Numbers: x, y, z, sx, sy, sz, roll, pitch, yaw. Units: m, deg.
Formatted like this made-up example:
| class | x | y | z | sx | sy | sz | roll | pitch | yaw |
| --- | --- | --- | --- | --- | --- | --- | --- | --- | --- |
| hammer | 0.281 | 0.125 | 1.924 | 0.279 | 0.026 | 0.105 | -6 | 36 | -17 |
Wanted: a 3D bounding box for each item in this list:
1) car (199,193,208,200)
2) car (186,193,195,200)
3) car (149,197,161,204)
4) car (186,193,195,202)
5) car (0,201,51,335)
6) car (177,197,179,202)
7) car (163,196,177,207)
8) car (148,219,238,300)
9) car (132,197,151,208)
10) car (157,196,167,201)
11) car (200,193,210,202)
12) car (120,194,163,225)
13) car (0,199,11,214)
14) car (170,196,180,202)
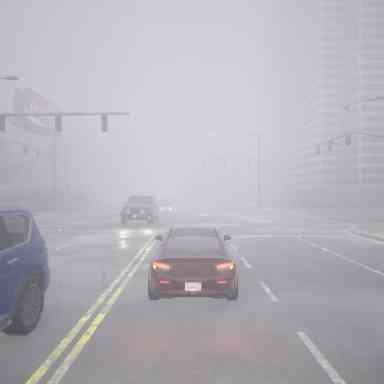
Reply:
| class | x | y | z | sx | sy | sz | roll | pitch | yaw |
| --- | --- | --- | --- | --- | --- | --- | --- | --- | --- |
| car | 3.102 | 1.184 | 88.334 | 2.097 | 1.767 | 4.553 | 0 | 0 | 0 |
| car | -0.398 | 1.184 | 88.318 | 2.097 | 1.767 | 4.553 | 0 | 0 | 0 |
| car | -7.325 | 1.601 | 66.982 | 1.895 | 1.301 | 4.718 | 0 | 0 | 0 |
| car | -0.353 | 1.584 | 78.413 | 1.895 | 1.301 | 4.718 | 0 | 0 | 0 |
| car | -3.611 | 1.223 | 3.783 | 2.150 | 2.045 | 5.566 | 0 | 0 | 0 |
| car | -3.843 | 1.526 | 61.301 | 1.812 | 1.442 | 4.674 | 0 | 0 | 0 |
| car | -3.823 | 1.564 | 51.084 | 1.994 | 1.385 | 4.181 | 0 | 0 | 0 |
| car | 0.028 | 1.526 | 8.237 | 1.812 | 1.442 | 4.674 | 0 | 0 | 0 |
| car | -7.313 | 1.489 | 48.473 | 2.128 | 1.511 | 4.902 | 0 | 0 | 0 |
| car | -7.369 | 1.579 | 81.980 | 1.895 | 1.301 | 4.718 | 0 | 0 | 0 |
| car | 3.149 | 1.515 | 78.046 | 2.128 | 1.511 | 4.902 | 0 | 0 | 0 |
| car | -3.697 | 1.220 | 24.345 | 2.150 | 2.045 | 5.566 | 0 | 0 | 0 |
| car | -21.860 | 1.491 | 34.590 | 4.902 | 1.511 | 2.128 | 0 | 0 | 0 |
| car | -3.833 | 1.552 | 74.017 | 1.994 | 1.385 | 4.181 | 0 | 0 | 0 |
